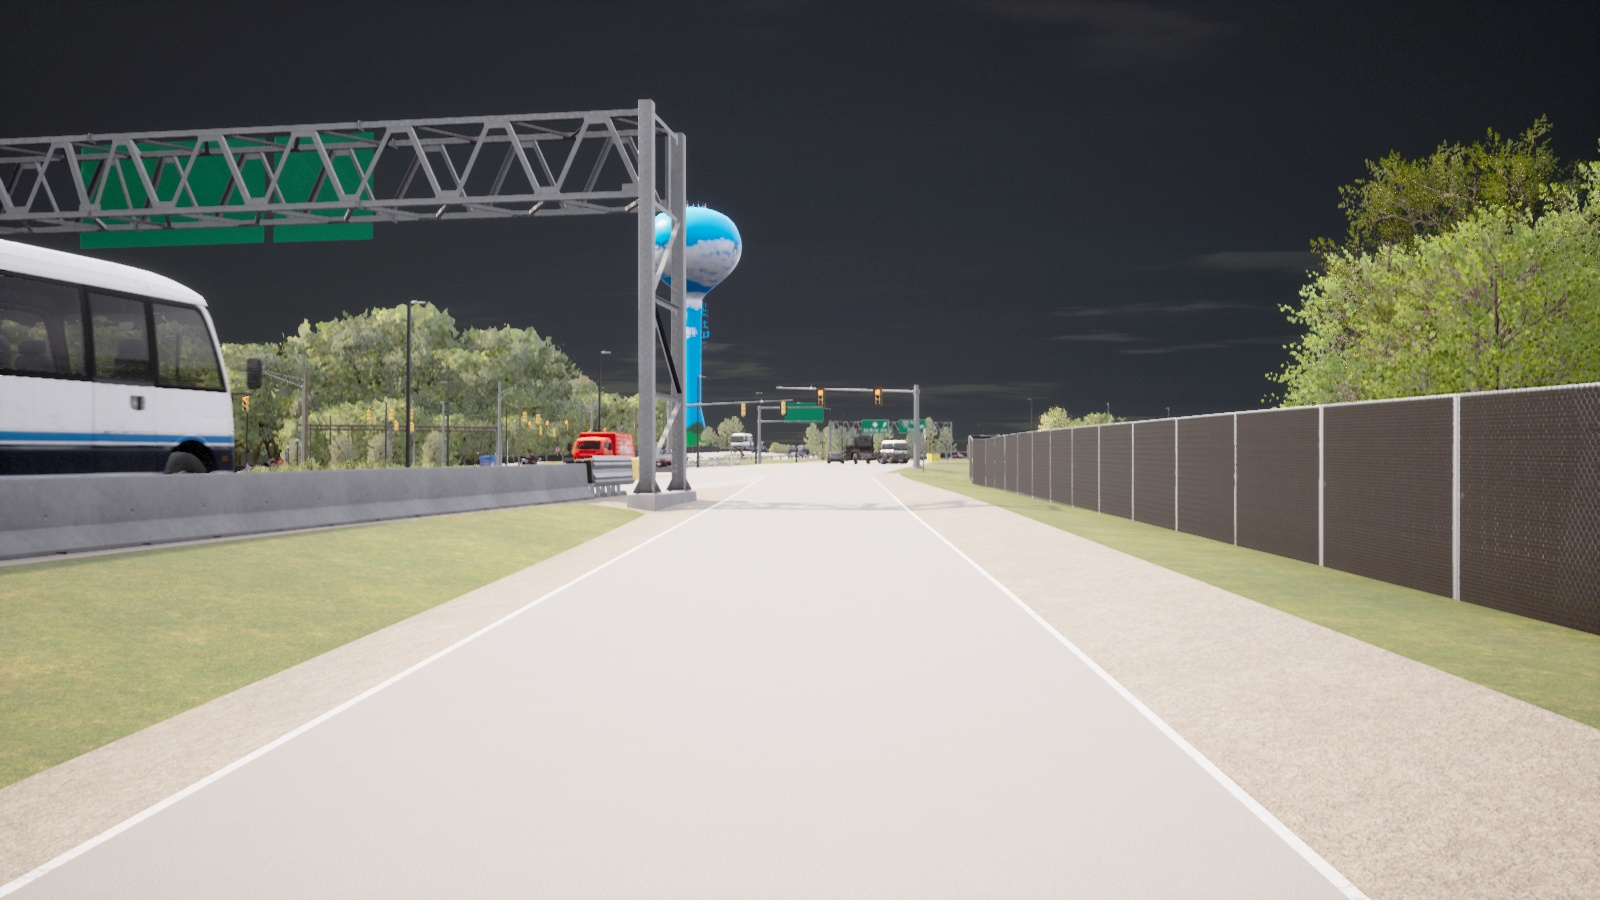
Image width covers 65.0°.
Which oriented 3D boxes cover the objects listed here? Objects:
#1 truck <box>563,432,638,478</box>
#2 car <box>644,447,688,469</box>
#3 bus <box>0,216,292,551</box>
[{"bbox_3d":[-11.017,0.264,69.735,2.627,2.467,5.204,0,0,9],"label":"truck"},{"bbox_3d":[-10.347,0.640,97.426,2.152,1.651,5.027,0,0,9],"label":"car"},{"bbox_3d":[-11.874,-0.837,17.690,3.944,4.253,10.273,0,0,9],"label":"bus"}]
